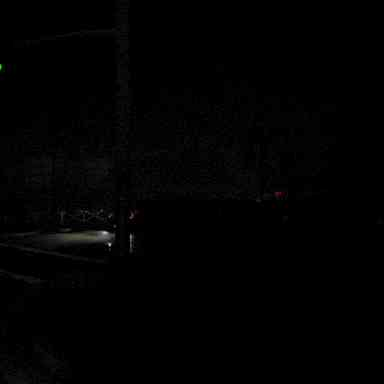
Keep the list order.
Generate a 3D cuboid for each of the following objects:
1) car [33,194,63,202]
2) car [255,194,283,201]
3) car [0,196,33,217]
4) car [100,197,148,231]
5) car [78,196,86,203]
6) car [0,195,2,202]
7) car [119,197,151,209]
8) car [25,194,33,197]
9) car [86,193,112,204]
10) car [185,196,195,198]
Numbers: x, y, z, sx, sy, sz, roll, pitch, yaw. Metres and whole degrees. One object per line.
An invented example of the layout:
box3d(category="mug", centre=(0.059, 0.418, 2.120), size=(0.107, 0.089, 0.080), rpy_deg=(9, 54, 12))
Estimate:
box3d(category="car", centre=(-28.916, 1.154, 67.722), size=(2.152, 1.636, 5.027), rpy_deg=(0, 0, 35))
box3d(category="car", centre=(8.436, 1.221, 37.032), size=(2.150, 2.045, 5.566), rpy_deg=(0, 0, 35))
box3d(category="car", centre=(-15.798, 1.340, 26.888), size=(2.007, 1.523, 4.514), rpy_deg=(0, 0, 35))
box3d(category="car", centre=(-3.034, 1.352, 20.545), size=(2.097, 1.767, 4.553), rpy_deg=(0, 0, 35))
box3d(category="car", centre=(-18.471, 1.077, 60.333), size=(1.905, 1.878, 3.866), rpy_deg=(0, 0, 35))
box3d(category="car", centre=(-41.403, 1.298, 67.525), size=(2.007, 1.523, 4.514), rpy_deg=(0, 0, 35))
box3d(category="car", centre=(-7.488, 1.384, 43.809), size=(1.970, 1.475, 3.806), rpy_deg=(0, 0, 35))
box3d(category="car", centre=(-34.342, 1.232, 71.164), size=(1.970, 1.475, 3.806), rpy_deg=(0, 0, 35))
box3d(category="car", centre=(-15.861, 1.097, 58.991), size=(1.932, 1.855, 4.605), rpy_deg=(0, 0, 35))
box3d(category="car", centre=(-0.769, 1.374, 48.146), size=(1.845, 1.501, 3.633), rpy_deg=(0, 0, 35))
